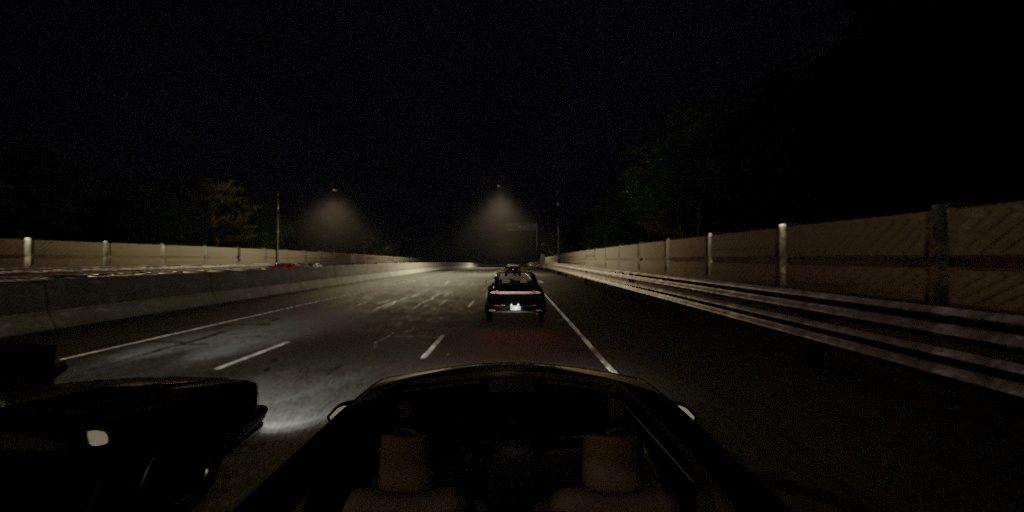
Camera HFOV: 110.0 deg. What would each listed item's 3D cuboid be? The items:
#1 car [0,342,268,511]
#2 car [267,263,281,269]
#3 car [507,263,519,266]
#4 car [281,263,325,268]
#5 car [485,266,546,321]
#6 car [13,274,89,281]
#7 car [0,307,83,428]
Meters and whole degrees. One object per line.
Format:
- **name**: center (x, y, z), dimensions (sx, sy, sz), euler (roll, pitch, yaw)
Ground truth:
- **car**: center (-3.400, 1.297, 1.134), dimensions (2.033, 1.411, 5.357), euler (0, 0, 0)
- **car**: center (-24.581, 1.473, 38.556), dimensions (1.812, 1.442, 4.674), euler (0, 0, 0)
- **car**: center (0.109, 1.519, 41.375), dimensions (2.033, 1.411, 5.357), euler (0, 0, 0)
- **car**: center (-21.084, 1.428, 37.168), dimensions (2.128, 1.511, 4.902), euler (0, 0, 0)
- **car**: center (0.102, 1.274, 12.574), dimensions (2.128, 1.511, 4.902), euler (0, 0, 0)
- **car**: center (-17.598, 1.387, 13.380), dimensions (1.895, 1.301, 4.718), euler (0, 0, 0)
- **car**: center (-6.899, 1.352, 2.616), dimensions (1.895, 1.301, 4.718), euler (0, 0, 0)
